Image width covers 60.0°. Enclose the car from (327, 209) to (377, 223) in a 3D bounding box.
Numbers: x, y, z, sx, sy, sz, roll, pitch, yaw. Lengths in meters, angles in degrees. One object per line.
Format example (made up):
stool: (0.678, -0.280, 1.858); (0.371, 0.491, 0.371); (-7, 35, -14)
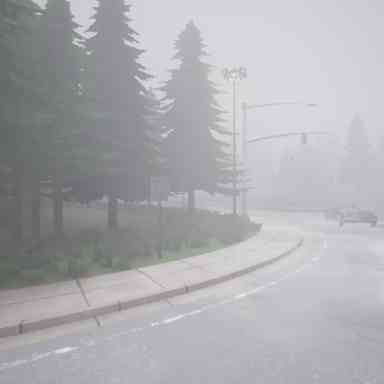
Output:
car: (8.870, 1.210, 18.946); (1.895, 1.301, 4.718); (0, 0, 9)
